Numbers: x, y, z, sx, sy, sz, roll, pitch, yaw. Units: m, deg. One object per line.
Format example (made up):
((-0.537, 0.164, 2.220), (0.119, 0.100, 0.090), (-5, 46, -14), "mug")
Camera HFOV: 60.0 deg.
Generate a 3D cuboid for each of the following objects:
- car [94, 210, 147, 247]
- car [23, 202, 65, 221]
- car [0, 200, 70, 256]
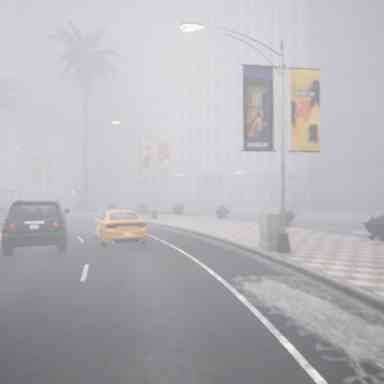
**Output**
((-3.483, 1.572, 15.712), (1.882, 1.535, 5.008), (0, 0, -21), "car")
((-13.799, 1.713, 30.821), (5.008, 1.535, 1.882), (-1, -1, 44), "car")
((-6.469, 1.331, 14.088), (2.150, 2.045, 5.566), (0, 0, -21), "car")
